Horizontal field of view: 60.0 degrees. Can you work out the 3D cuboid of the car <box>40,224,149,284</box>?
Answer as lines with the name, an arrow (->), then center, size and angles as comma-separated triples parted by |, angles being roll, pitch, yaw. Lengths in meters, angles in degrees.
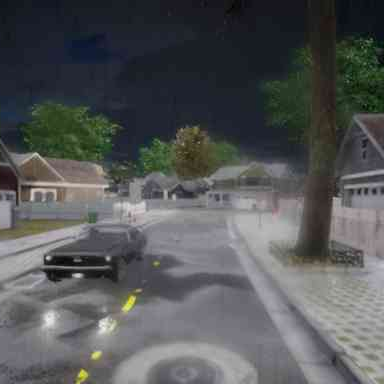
car -> -2.598, 1.676, 10.015 | 1.895, 1.301, 4.718 | 0, 0, 2
